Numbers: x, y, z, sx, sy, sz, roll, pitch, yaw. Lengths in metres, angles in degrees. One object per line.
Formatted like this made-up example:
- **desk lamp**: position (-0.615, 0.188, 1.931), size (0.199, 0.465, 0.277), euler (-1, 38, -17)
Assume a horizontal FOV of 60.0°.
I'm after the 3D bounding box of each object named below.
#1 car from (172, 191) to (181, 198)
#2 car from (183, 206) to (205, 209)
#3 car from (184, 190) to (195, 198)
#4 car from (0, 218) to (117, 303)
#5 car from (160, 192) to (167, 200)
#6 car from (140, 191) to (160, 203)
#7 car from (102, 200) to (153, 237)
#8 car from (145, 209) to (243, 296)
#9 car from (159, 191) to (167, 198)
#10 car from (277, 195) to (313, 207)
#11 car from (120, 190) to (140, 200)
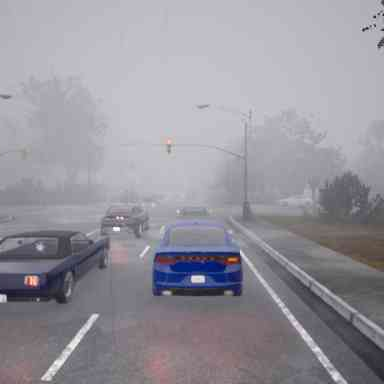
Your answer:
- **car**: position (-3.851, 0.697, 85.355), size (2.033, 1.411, 5.357), euler (0, 1, -4)
- **car**: position (0.124, 1.450, 17.599), size (1.994, 1.385, 4.181), euler (0, 0, 0)
- **car**: position (-0.355, 0.379, 85.490), size (2.150, 2.045, 5.566), euler (0, 1, -4)
- **car**: position (-3.388, 1.569, 8.070), size (1.895, 1.301, 4.718), euler (0, 0, 0)
- **car**: position (-6.939, 0.947, 69.276), size (1.994, 1.385, 4.181), euler (0, 1, 0)
- **car**: position (-7.007, 1.013, 55.747), size (1.882, 1.535, 5.008), euler (0, 1, 0)
- **car**: position (-3.376, 1.394, 17.322), size (1.837, 1.490, 4.892), euler (0, 0, 0)
- **car**: position (0.113, 1.442, 8.617), size (1.882, 1.535, 5.008), euler (0, 0, 0)
- **car**: position (-7.271, 0.671, 83.535), size (1.882, 1.535, 5.008), euler (0, 1, -2)
- **car**: position (13.283, 1.180, 42.851), size (4.674, 1.442, 1.812), euler (0, 1, -3)
- **car**: position (-10.476, 0.756, 55.768), size (2.150, 2.045, 5.566), euler (0, 1, 2)
